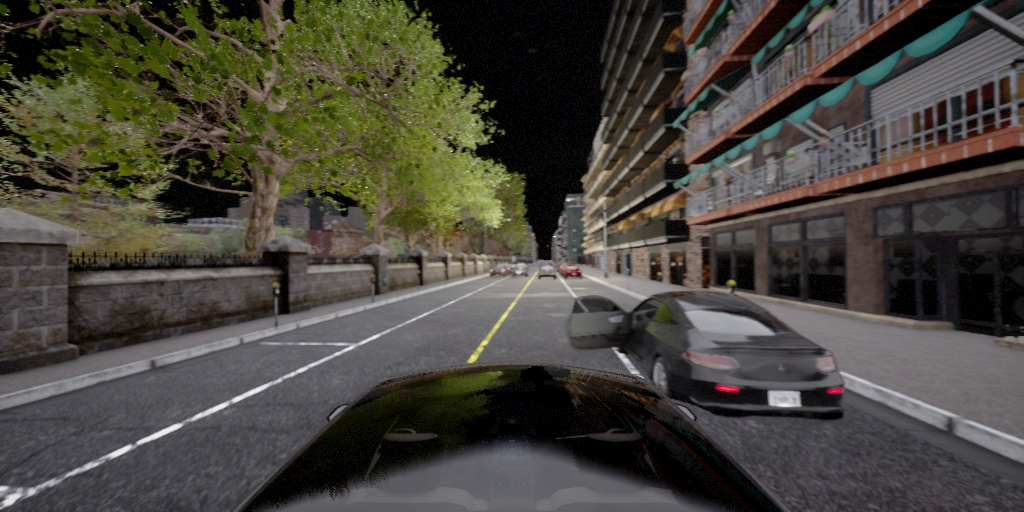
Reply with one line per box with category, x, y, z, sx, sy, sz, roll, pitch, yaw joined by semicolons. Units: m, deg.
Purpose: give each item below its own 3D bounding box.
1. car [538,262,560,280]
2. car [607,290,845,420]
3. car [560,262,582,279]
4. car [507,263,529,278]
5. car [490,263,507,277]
car;3.639;1.677;37.086;2.033;1.411;5.357;-1;-1;5
car;2.952;1.293;5.898;1.812;1.442;4.674;-1;-1;5
car;6.267;1.647;37.105;1.888;1.381;4.507;0;0;5
car;0.989;1.711;42.025;2.128;1.511;4.902;-1;-1;6
car;-1.543;1.702;43.502;1.967;1.591;4.097;0;0;5
